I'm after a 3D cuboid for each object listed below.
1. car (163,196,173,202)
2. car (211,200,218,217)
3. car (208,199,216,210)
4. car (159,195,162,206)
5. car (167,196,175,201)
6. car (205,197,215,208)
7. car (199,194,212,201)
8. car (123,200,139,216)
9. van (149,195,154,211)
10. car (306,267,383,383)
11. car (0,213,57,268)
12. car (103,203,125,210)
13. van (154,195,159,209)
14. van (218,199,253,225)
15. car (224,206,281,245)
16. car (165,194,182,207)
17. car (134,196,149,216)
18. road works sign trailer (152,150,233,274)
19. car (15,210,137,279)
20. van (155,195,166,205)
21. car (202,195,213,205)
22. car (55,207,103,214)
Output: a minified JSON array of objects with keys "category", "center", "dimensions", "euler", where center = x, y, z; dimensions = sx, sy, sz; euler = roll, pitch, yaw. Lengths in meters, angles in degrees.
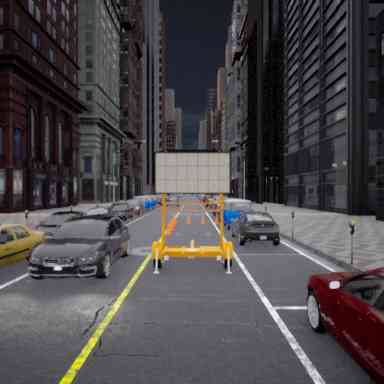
[{"category":"car","center":[-5.608,1.610,77.174],"dimensions":[1.887,1.381,4.507],"euler":[0,0,0]},{"category":"car","center":[2.814,1.558,26.444],"dimensions":[2.008,1.369,4.403],"euler":[0,0,0]},{"category":"car","center":[2.826,1.593,32.081],"dimensions":[1.802,1.307,4.206],"euler":[0,0,0]},{"category":"car","center":[-5.654,1.348,54.628],"dimensions":[2.192,1.841,5.009],"euler":[0,0,0]},{"category":"car","center":[-5.585,1.651,88.447],"dimensions":[1.947,1.339,4.313],"euler":[0,0,0]},{"category":"car","center":[2.837,1.567,37.717],"dimensions":[2.008,1.369,4.403],"euler":[0,0,0]},{"category":"car","center":[2.882,1.355,60.261],"dimensions":[2.192,1.841,5.009],"euler":[0,0,0]},{"category":"car","center":[-5.711,1.573,26.445],"dimensions":[1.947,1.339,4.313],"euler":[0,0,0]},{"category":"van","center":[-5.688,1.357,37.719],"dimensions":[1.690,1.788,3.998],"euler":[0,0,0]},{"category":"car","center":[2.769,1.545,3.899],"dimensions":[1.887,1.381,4.507],"euler":[0,0,0]},{"category":"car","center":[-5.745,1.526,9.365],"dimensions":[1.752,1.417,4.829],"euler":[0,0,0]},{"category":"car","center":[-5.722,1.586,20.809],"dimensions":[1.802,1.307,4.206],"euler":[0,0,0]},{"category":"van","center":[-5.677,1.362,43.355],"dimensions":[1.690,1.788,3.998],"euler":[0,0,0]},{"category":"van","center":[2.802,1.345,20.808],"dimensions":[1.690,1.788,3.998],"euler":[0,0,0]},{"category":"car","center":[2.791,1.553,15.171],"dimensions":[2.008,1.369,4.403],"euler":[0,0,0]},{"category":"car","center":[-2.990,1.507,51.139],"dimensions":[1.882,1.535,5.008],"euler":[0,0,0]},{"category":"car","center":[-5.700,1.451,32.082],"dimensions":[1.967,1.590,4.097],"euler":[0,0,0]},{"category":"road works sign trailer","center":[0.021,0.465,10.562],"dimensions":[2.380,3.560,2.880],"euler":[0,0,0]},{"category":"car","center":[-3.081,1.505,10.081],"dimensions":[1.837,1.490,4.892],"euler":[0,0,0]},{"category":"van","center":[-5.642,1.381,60.264],"dimensions":[1.690,1.788,3.998],"euler":[0,0,0]},{"category":"car","center":[2.860,1.572,48.989],"dimensions":[1.887,1.381,4.507],"euler":[0,0,0]},{"category":"car","center":[-5.734,1.568,15.172],"dimensions":[1.947,1.339,4.313],"euler":[0,0,0]}]
